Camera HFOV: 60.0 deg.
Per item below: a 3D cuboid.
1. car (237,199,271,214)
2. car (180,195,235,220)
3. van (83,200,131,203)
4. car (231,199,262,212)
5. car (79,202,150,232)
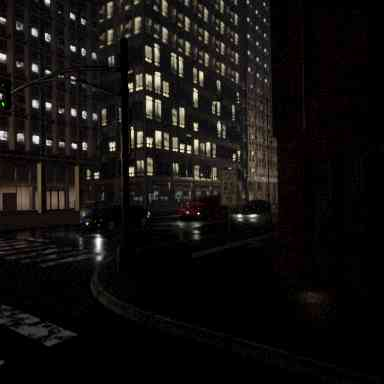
[{"bbox_3d":[7.250,1.584,37.486,1.882,1.535,5.008,-1,-1,36],"label":"car"},{"bbox_3d":[1.245,1.307,29.123,2.150,2.045,5.566,-1,-1,36],"label":"car"},{"bbox_3d":[-5.991,1.460,23.467,1.690,1.788,3.998,-2,-1,36],"label":"van"},{"bbox_3d":[6.840,1.689,41.379,1.752,1.417,4.829,-2,-1,36],"label":"car"},{"bbox_3d":[-4.645,1.571,20.934,1.837,1.490,4.892,-1,-1,33],"label":"car"}]
